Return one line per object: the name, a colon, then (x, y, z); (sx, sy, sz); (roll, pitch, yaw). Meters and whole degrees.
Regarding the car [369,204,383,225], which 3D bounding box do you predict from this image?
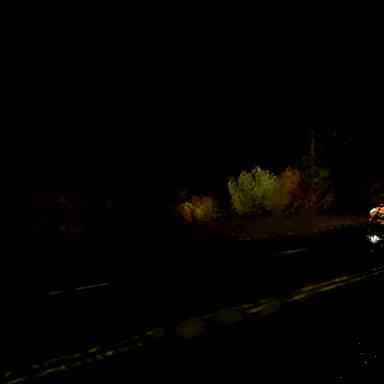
car: (13.152, 1.181, 20.917); (4.553, 1.767, 2.097); (-1, 0, -35)
